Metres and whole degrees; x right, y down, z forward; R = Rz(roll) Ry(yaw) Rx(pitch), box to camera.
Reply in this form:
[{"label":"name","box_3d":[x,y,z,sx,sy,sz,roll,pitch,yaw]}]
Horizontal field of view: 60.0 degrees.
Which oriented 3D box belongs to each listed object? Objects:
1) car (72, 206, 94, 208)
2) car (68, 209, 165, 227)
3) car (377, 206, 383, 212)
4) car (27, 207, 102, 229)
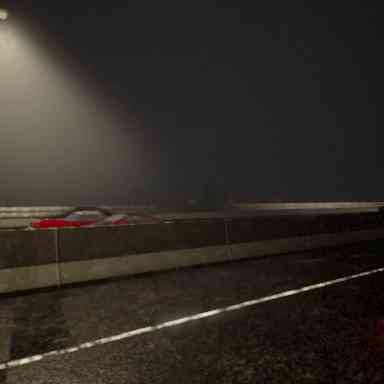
[{"label":"car","box_3d":[-6.974,1.586,20.494,4.674,1.442,1.812,1,0,-35]},{"label":"car","box_3d":[-2.946,1.624,14.768,4.181,1.385,1.994,1,0,-35]},{"label":"car","box_3d":[26.311,2.125,43.487,4.718,1.301,1.895,1,-1,-34]},{"label":"car","box_3d":[-5.778,1.651,17.054,4.718,1.301,1.895,1,0,-35]}]
